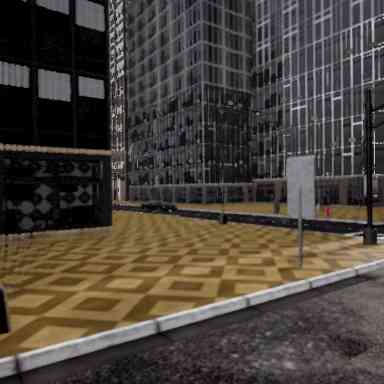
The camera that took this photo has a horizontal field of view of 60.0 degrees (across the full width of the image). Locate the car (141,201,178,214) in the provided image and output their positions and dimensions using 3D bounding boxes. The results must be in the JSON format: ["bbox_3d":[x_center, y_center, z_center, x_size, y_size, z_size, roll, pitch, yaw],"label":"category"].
[{"bbox_3d":[-3.396,1.546,34.287,1.895,1.301,4.718,-1,1,-35],"label":"car"}]
